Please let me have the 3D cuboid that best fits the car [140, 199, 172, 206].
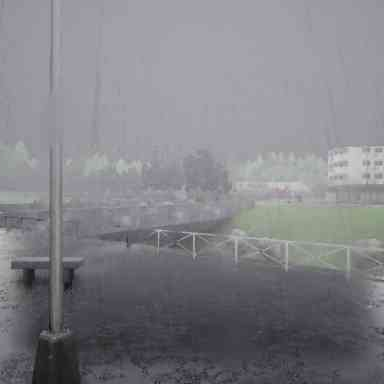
[{"bbox_3d":[-4.581,1.601,43.741,1.895,1.301,4.718,0,0,36],"label":"car"}]
